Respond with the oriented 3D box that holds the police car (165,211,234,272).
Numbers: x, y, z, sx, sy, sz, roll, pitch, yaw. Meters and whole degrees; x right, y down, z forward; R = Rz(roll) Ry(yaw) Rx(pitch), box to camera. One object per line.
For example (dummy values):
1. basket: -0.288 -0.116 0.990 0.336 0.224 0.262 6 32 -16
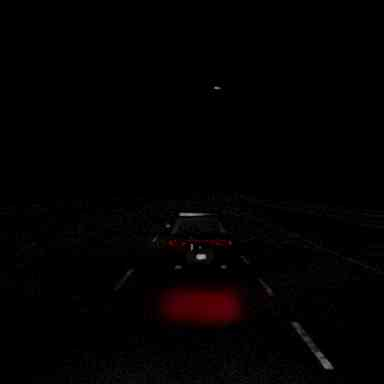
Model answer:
1. police car: 0.150 1.443 10.940 1.930 1.638 5.238 0 0 -2
